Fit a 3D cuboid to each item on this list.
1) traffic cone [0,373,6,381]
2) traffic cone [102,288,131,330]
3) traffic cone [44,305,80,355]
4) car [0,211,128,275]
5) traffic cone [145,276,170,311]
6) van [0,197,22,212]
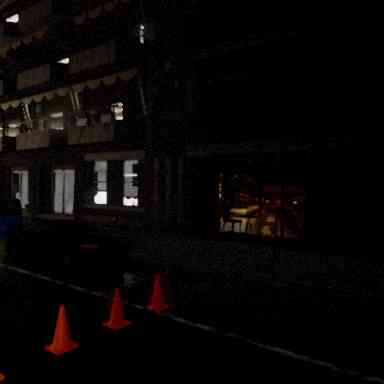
[{"bbox_3d":[-2.381,1.863,3.810,0.340,0.580,0.340,2,1,35],"label":"traffic cone"},{"bbox_3d":[-1.223,1.867,5.441,0.340,0.580,0.340,2,1,35],"label":"traffic cone"},{"bbox_3d":[-1.802,1.865,4.626,0.340,0.580,0.340,2,1,35],"label":"traffic cone"},{"bbox_3d":[-3.661,1.394,9.583,4.206,1.307,1.802,2,1,35],"label":"car"},{"bbox_3d":[-0.644,1.868,6.256,0.340,0.580,0.340,2,1,35],"label":"traffic cone"},{"bbox_3d":[-8.165,1.024,12.783,3.998,1.788,1.690,2,1,35],"label":"van"}]
